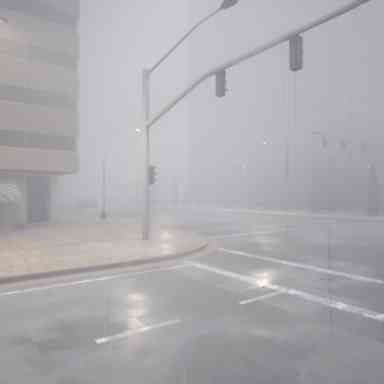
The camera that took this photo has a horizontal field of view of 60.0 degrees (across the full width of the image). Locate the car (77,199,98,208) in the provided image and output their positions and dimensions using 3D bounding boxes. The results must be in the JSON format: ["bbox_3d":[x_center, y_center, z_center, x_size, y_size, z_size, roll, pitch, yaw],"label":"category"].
[{"bbox_3d":[-15.654,1.718,49.839,1.895,1.301,4.718,0,0,-36],"label":"car"}]
